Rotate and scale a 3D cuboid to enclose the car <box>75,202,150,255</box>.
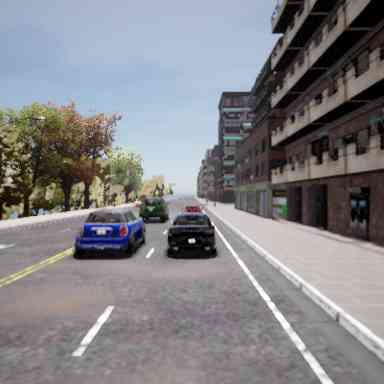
[{"bbox_3d":[-3.250,1.489,14.080,2.097,1.767,4.553,0,-1,0],"label":"car"}]

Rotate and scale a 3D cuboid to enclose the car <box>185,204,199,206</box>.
[{"bbox_3d":[0.000,1.818,29.375,1.812,1.442,4.674,0,0,0],"label":"car"}]

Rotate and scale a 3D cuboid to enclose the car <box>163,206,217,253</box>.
[{"bbox_3d":[0.004,1.621,14.465,1.882,1.535,5.008,0,0,0],"label":"car"}]

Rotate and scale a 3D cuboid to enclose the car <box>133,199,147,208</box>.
[{"bbox_3d":[-9.766,2.109,63.266,1.882,1.535,5.008,0,-1,0],"label":"car"}]

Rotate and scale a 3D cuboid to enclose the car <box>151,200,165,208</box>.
[{"bbox_3d":[-6.512,2.182,63.752,2.033,1.411,5.357,0,-1,0],"label":"car"}]

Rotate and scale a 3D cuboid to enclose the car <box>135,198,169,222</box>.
[{"bbox_3d":[-3.253,1.505,29.041,2.150,2.045,5.566,0,0,0],"label":"car"}]
